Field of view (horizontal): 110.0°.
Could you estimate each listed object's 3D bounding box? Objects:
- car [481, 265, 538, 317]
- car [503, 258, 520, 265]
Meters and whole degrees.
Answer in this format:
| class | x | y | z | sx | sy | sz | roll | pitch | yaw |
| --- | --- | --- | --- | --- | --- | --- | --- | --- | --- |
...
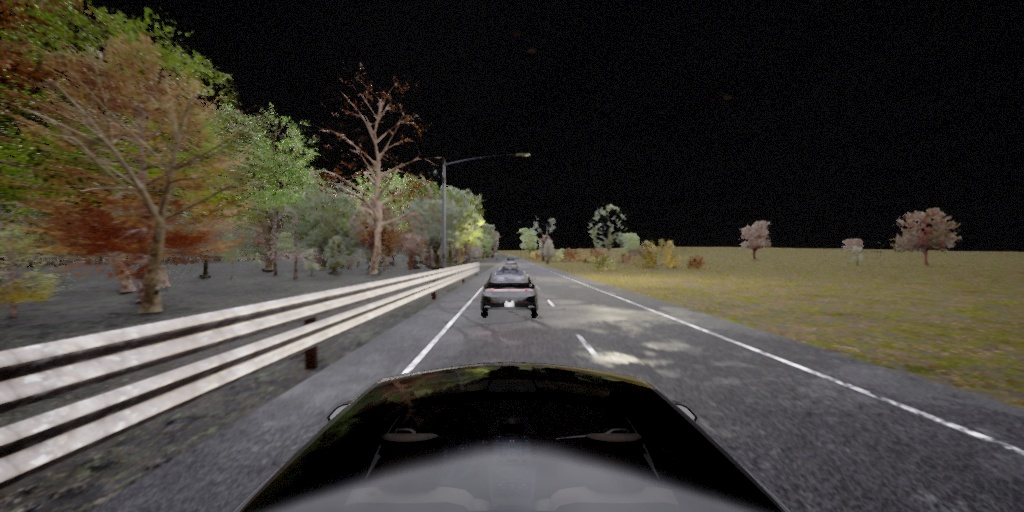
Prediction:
| class | x | y | z | sx | sy | sz | roll | pitch | yaw |
| --- | --- | --- | --- | --- | --- | --- | --- | --- | --- |
| car | -0.086 | 1.253 | 13.215 | 2.128 | 1.511 | 4.902 | 0 | 0 | 0 |
| car | -0.160 | 1.278 | 43.220 | 2.128 | 1.511 | 4.902 | 0 | 0 | 0 |
